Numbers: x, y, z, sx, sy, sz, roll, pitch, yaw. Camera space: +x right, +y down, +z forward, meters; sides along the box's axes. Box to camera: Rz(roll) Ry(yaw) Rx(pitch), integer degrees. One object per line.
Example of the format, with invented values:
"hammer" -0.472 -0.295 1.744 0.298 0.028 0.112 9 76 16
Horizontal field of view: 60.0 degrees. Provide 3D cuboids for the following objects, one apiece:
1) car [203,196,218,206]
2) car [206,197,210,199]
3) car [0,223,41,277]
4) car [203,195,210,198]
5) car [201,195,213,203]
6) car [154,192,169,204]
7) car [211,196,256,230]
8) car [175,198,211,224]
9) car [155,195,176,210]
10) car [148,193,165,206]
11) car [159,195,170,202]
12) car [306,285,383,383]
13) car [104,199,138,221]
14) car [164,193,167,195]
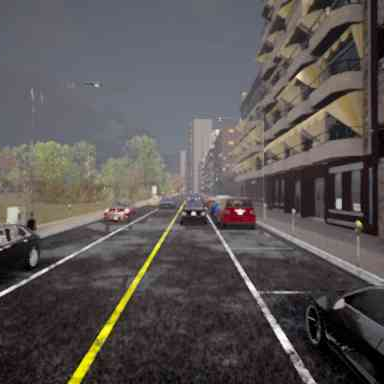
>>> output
"car" 2.589 1.319 48.534 1.947 1.339 4.313 1 0 0
"car" 2.583 1.402 31.552 1.947 1.339 4.313 1 0 0
"car" -5.304 1.507 8.218 2.008 1.369 4.403 1 0 0
"car" 2.587 1.325 42.874 1.887 1.381 4.507 1 0 0
"car" 2.593 1.266 59.856 1.947 1.339 4.313 1 0 0
"car" -5.285 1.019 59.101 2.192 1.841 5.009 1 0 0
"car" 2.582 1.208 20.228 2.192 1.841 5.009 1 0 0
"car" 0.108 1.423 23.805 2.033 1.411 5.357 0 0 0
"car" -2.829 1.362 39.266 1.994 1.385 4.181 0 0 0
"car" -5.291 1.283 47.624 1.752 1.417 4.829 1 0 0
"car" -5.286 1.260 64.757 1.802 1.307 4.206 1 0 0
"car" 2.574 1.548 3.247 1.947 1.339 4.313 1 0 0
"car" -5.297 1.309 25.178 1.967 1.590 4.097 1 0 0
"car" -5.290 1.281 53.449 2.008 1.369 4.403 1 0 0
